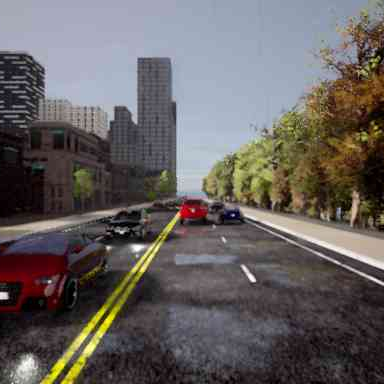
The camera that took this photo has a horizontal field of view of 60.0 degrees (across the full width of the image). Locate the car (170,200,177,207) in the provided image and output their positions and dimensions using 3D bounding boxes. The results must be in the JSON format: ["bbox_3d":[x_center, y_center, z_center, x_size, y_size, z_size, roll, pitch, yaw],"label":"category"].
[{"bbox_3d":[-3.245,2.287,65.173,1.994,1.385,4.181,0,-1,0],"label":"car"}]

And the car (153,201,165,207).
[{"bbox_3d":[-6.492,2.331,65.128,1.895,1.301,4.718,0,-1,0],"label":"car"}]

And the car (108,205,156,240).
[{"bbox_3d":[-3.332,1.708,18.265,1.837,1.490,4.892,0,-1,0],"label":"car"}]

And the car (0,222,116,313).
[{"bbox_3d":[-3.343,1.652,7.815,1.994,1.385,4.181,0,-1,0],"label":"car"}]

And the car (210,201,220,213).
[{"bbox_3d":[3.314,1.986,43.641,1.837,1.490,4.892,0,0,0],"label":"car"}]

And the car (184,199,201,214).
[{"bbox_3d":[0.070,1.829,43.381,2.097,1.767,4.553,0,-1,0],"label":"car"}]

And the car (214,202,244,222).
[{"bbox_3d":[3.364,1.888,29.355,1.994,1.385,4.181,0,-1,0],"label":"car"}]

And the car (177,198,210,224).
[{"bbox_3d":[0.107,1.533,28.078,2.150,2.045,5.566,0,-1,0],"label":"car"}]
